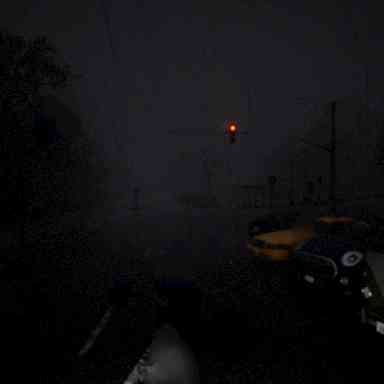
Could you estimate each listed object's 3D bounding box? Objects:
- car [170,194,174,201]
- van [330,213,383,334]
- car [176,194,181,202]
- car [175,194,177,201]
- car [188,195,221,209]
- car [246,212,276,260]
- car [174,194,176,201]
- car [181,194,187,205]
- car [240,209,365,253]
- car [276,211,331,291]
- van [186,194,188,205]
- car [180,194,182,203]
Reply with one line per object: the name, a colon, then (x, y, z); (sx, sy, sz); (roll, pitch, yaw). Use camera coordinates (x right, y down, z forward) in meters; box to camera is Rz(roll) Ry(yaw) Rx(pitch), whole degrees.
car: (-1.977, 1.620, 87.842); (5.566, 2.045, 2.435); (1, -1, -27)
van: (4.630, 1.267, 5.163); (4.442, 1.987, 1.878); (1, 0, -21)
car: (0.220, 1.573, 69.965); (5.566, 2.045, 2.435); (1, 0, -27)
car: (-0.872, 1.713, 78.897); (4.553, 1.767, 2.185); (1, 0, -27)
car: (2.246, 1.683, 52.014); (4.553, 1.767, 2.185); (1, 0, -26)
car: (4.449, 1.502, 11.177); (5.366, 1.575, 1.946); (1, 0, -22)
car: (-1.298, 1.721, 81.853); (4.553, 1.767, 2.185); (1, -1, -27)
car: (1.597, 1.562, 57.994); (5.566, 2.045, 2.435); (1, 0, -27)
car: (4.722, 1.550, 14.226); (4.792, 1.488, 2.163); (1, 0, -22)
car: (4.719, 1.376, 8.237); (4.553, 1.767, 2.185); (1, 0, -21)
van: (1.855, 1.585, 54.966); (4.442, 1.987, 1.878); (1, 0, -27)
car: (1.296, 1.565, 61.016); (5.566, 2.045, 2.435); (1, 0, -27)
